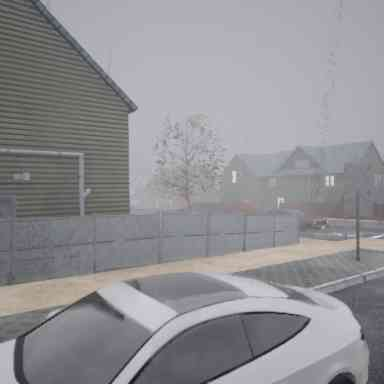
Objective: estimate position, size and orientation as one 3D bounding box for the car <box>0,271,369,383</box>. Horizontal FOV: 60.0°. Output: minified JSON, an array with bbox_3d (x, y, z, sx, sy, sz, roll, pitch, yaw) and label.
[{"bbox_3d":[-0.333,1.525,2.781,4.674,1.442,1.812,0,0,-35],"label":"car"}]

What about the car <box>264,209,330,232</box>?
[{"bbox_3d":[6.585,1.878,22.792,2.033,1.411,5.357,-1,-1,-36],"label":"car"}]

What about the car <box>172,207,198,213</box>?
[{"bbox_3d":[-0.466,2.181,32.607,1.994,1.385,4.181,-1,-1,-36],"label":"car"}]

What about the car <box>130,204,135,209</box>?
[{"bbox_3d":[-10.587,2.560,51.748,1.882,1.535,5.008,-1,-1,-36],"label":"car"}]
